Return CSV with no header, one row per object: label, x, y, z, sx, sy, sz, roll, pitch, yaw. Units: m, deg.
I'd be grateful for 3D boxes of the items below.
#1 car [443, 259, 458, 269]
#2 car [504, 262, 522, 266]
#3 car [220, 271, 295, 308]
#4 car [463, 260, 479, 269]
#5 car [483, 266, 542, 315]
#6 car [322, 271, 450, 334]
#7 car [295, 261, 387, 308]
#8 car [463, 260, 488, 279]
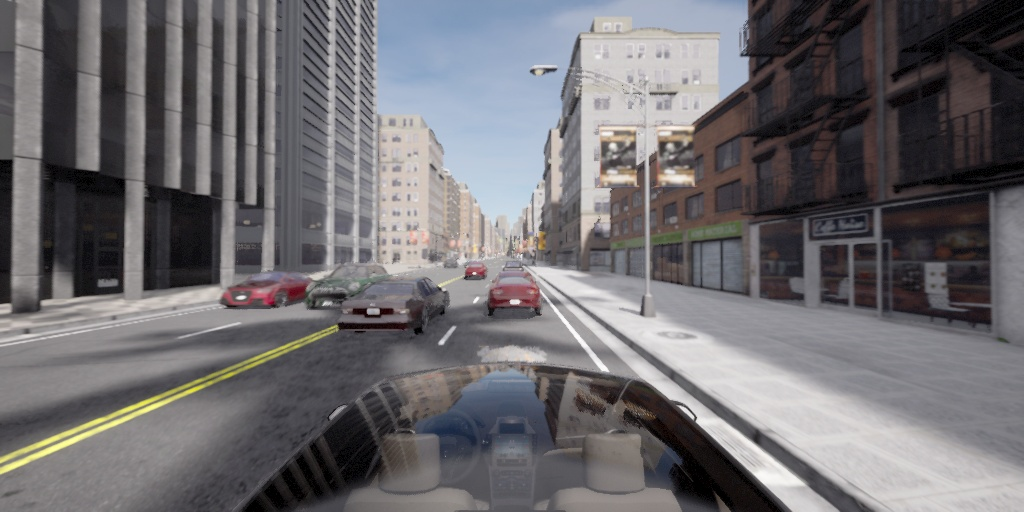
car,-9.805,1.250,57.583,1.837,1.490,4.892,0,0,1
car,0.095,1.248,31.359,2.128,1.511,4.902,0,0,0
car,-9.852,1.319,15.033,1.994,1.385,4.181,0,0,0
car,-6.555,1.308,57.324,1.994,1.385,4.181,0,0,1
car,0.091,1.281,13.546,1.812,1.442,4.674,0,0,0
car,-3.152,1.302,10.647,2.033,1.411,5.357,0,0,0
car,-6.602,1.108,15.085,2.097,1.767,4.553,0,0,0
car,-3.155,1.282,32.385,1.812,1.442,4.674,0,0,0
